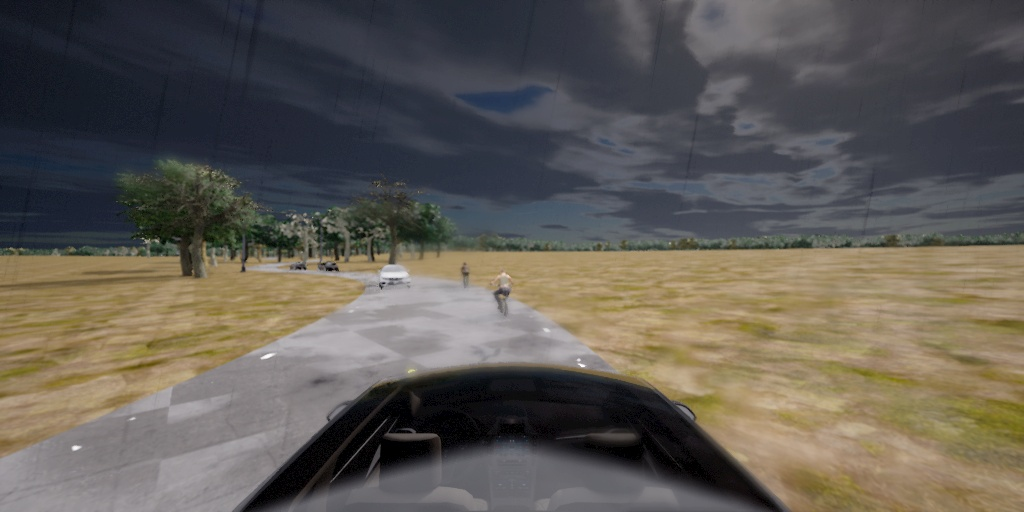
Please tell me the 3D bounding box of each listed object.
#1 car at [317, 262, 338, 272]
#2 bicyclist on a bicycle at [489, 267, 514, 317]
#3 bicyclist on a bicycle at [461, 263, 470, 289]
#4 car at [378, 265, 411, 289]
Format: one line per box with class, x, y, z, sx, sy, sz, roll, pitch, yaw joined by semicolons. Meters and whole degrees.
car;-28.615;1.720;55.707;4.892;1.490;1.837;-2;-2;44
bicyclist on a bicycle;-0.314;1.167;12.024;0.866;1.612;1.509;0;0;-11
bicyclist on a bicycle;-2.764;1.219;21.445;0.582;1.620;1.656;0;-1;-18
car;-7.714;1.300;23.365;1.812;1.442;4.674;0;-1;-22
